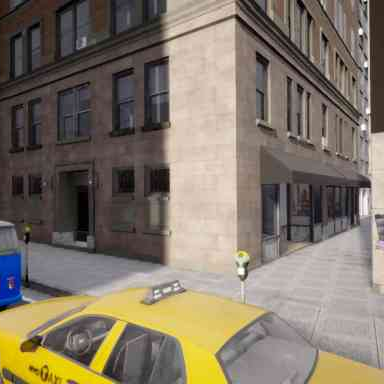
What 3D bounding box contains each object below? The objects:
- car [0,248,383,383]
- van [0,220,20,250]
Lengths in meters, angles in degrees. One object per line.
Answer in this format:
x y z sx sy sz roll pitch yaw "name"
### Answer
-0.473 1.526 3.198 4.829 1.417 1.752 0 -1 36 "car"
-4.946 1.342 6.404 3.998 1.788 1.690 0 -1 36 "van"
